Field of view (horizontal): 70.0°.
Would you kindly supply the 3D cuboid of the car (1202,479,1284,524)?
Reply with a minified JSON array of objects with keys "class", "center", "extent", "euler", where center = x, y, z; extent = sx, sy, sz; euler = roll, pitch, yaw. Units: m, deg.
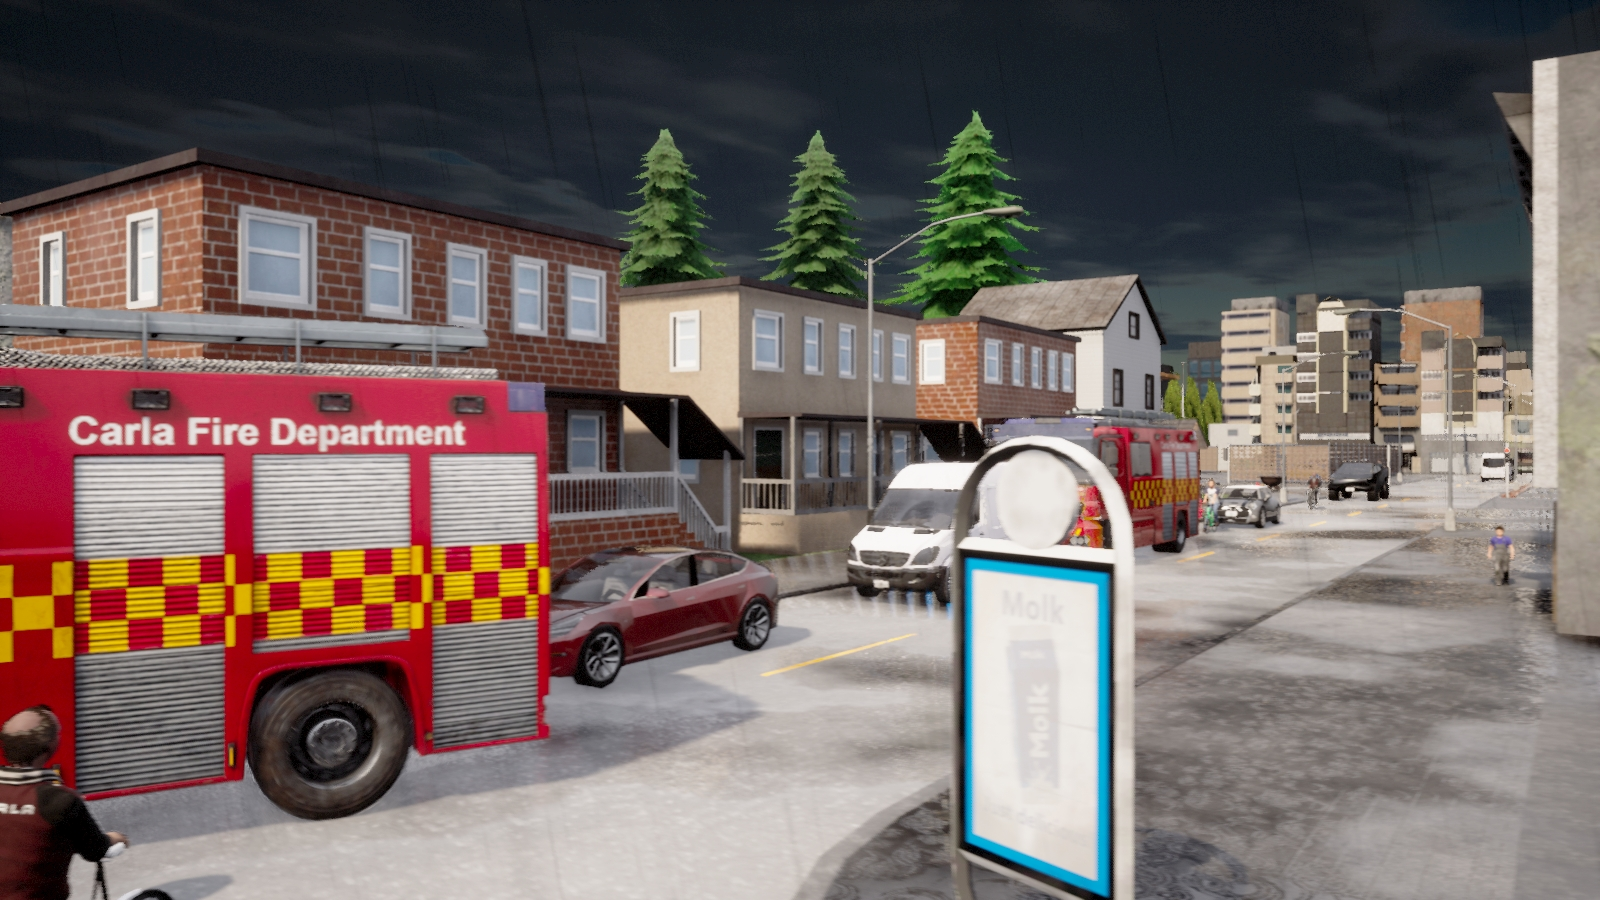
[{"class":"car","center":[16.420,1.845,42.251],"extent":[1.970,1.475,3.806],"euler":[0,0,35]}]

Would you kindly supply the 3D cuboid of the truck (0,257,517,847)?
[{"class":"truck","center":[-6.646,0.668,8.218],"extent":[8.468,3.827,2.891],"euler":[0,0,-31]}]

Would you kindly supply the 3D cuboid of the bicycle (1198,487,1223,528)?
[{"class":"bicycle","center":[13.851,1.936,38.528],"extent":[0.373,1.296,1.643],"euler":[0,0,35]}]

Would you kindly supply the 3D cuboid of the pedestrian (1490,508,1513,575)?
[{"class":"pedestrian","center":[13.911,1.805,22.654],"extent":[0.375,1.300,0.375],"euler":[0,0,35]}]

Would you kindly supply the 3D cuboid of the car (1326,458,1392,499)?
[{"class":"car","center":[31.150,1.535,63.598],"extent":[2.390,2.098,6.274],"euler":[0,0,35]}]

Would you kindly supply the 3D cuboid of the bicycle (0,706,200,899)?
[{"class":"bicycle","center":[-3.223,1.939,4.839],"extent":[0.329,1.271,1.835],"euler":[5,0,-1]}]

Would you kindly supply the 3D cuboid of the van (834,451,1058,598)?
[{"class":"van","center":[3.120,1.314,22.968],"extent":[1.988,2.561,5.915],"euler":[0,0,35]}]

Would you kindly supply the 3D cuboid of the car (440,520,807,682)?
[{"class":"car","center":[-2.156,1.842,15.324],"extent":[2.163,1.488,4.792],"euler":[0,0,35]}]

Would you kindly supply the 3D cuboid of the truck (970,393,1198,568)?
[{"class":"truck","center":[7.567,0.670,29.408],"extent":[2.891,3.827,8.468],"euler":[0,0,35]}]
